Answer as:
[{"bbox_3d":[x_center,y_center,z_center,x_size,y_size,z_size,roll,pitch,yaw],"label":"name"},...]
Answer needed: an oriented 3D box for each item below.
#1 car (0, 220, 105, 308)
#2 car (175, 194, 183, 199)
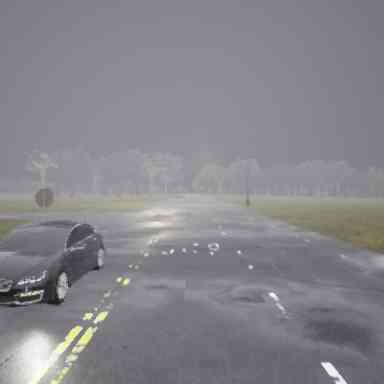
[{"bbox_3d":[-3.501,1.501,8.150,1.837,1.490,4.892,0,0,0],"label":"car"},{"bbox_3d":[-3.459,1.193,88.635,1.994,1.385,4.181,0,0,4],"label":"car"}]
